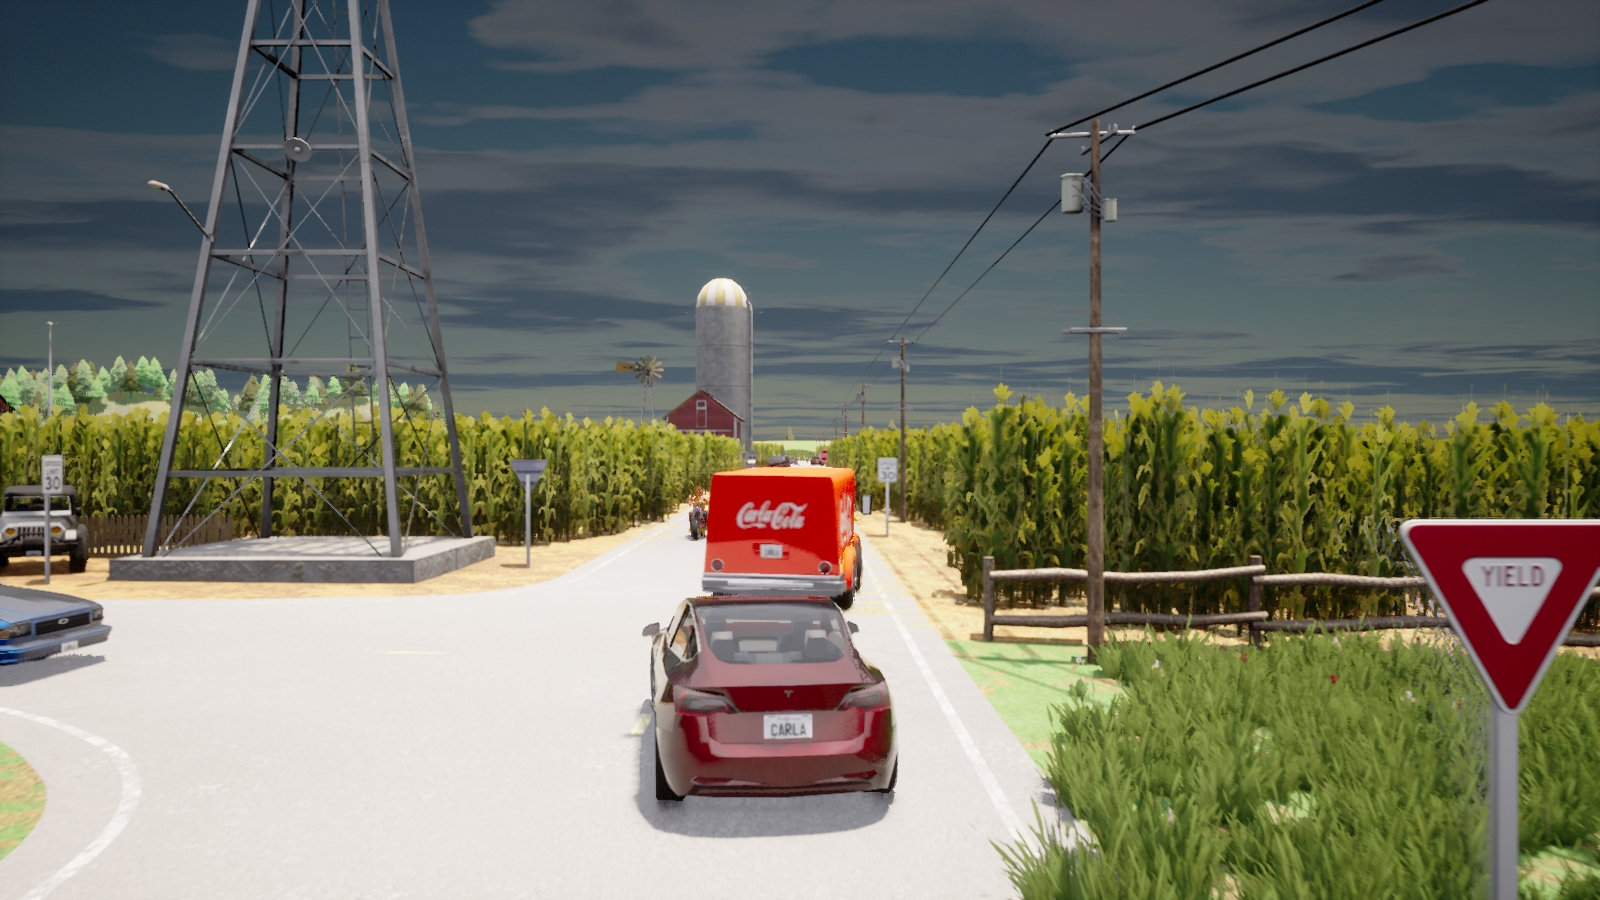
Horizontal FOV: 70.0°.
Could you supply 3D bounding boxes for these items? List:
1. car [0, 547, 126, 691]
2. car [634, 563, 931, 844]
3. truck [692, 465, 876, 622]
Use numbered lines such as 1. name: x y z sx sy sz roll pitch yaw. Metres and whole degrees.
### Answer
1. car: -11.396 1.965 13.823 5.357 1.411 2.033 0 0 3
2. car: -0.427 2.056 10.650 2.163 1.488 4.792 0 0 -8
3. truck: -0.106 1.570 21.575 2.627 2.467 5.204 1 0 9
